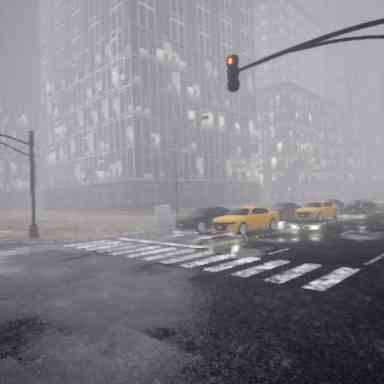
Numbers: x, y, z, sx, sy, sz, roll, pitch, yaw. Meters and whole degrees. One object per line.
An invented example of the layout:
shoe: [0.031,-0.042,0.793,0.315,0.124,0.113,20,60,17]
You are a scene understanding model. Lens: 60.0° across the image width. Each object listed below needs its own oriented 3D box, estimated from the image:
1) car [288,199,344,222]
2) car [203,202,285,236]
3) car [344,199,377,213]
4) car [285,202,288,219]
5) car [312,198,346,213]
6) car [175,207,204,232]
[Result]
car: [9.982,1.451,26.538,1.882,1.535,5.008,-3,-1,44]
car: [3.210,1.583,19.615,1.882,1.535,5.008,-3,-1,44]
car: [17.146,1.433,33.847,1.895,1.301,4.718,-3,-1,45]
car: [8.022,1.616,29.176,1.812,1.442,4.674,-3,-1,44]
car: [15.024,1.478,36.319,1.812,1.442,4.674,-3,-1,44]
car: [1.036,1.705,22.038,1.882,1.535,5.008,-3,-1,44]
